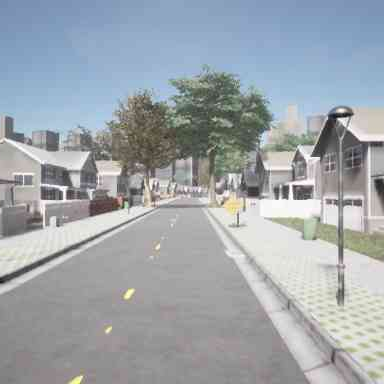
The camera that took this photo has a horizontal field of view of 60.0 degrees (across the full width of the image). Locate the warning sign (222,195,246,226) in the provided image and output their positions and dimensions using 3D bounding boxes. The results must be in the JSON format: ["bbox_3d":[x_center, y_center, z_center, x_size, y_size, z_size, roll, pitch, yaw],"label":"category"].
[{"bbox_3d":[2.506,1.106,20.211,1.300,1.860,1.060,-1,-1,0],"label":"warning sign"}]
